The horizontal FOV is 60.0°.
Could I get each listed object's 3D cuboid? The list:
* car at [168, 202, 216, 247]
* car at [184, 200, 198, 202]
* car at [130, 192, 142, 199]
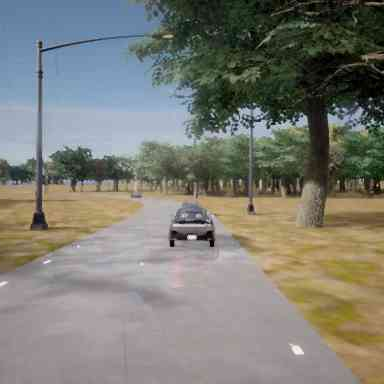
[{"bbox_3d":[0.003,1.426,14.644,2.128,1.511,4.902,0,1,0],"label":"car"},{"bbox_3d":[-0.052,1.378,29.691,1.994,1.385,4.181,0,0,-2],"label":"car"},{"bbox_3d":[-12.551,0.747,74.892,1.882,1.535,5.008,0,1,-22],"label":"car"}]
